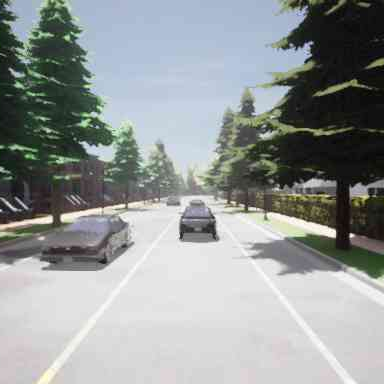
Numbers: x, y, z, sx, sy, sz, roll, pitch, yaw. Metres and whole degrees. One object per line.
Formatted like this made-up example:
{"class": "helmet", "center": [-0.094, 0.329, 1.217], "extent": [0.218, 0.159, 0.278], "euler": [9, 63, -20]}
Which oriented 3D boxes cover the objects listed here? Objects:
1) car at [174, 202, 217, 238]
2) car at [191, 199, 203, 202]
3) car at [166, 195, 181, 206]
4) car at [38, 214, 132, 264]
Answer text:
{"class": "car", "center": [0.300, 1.492, 17.613], "extent": [2.128, 1.511, 4.902], "euler": [0, 0, 1]}
{"class": "car", "center": [0.536, 1.531, 37.221], "extent": [1.812, 1.442, 4.674], "euler": [0, 0, 1]}
{"class": "car", "center": [-2.935, 1.346, 53.107], "extent": [2.097, 1.767, 4.553], "euler": [0, 0, 1]}
{"class": "car", "center": [-3.472, 1.536, 12.037], "extent": [2.033, 1.411, 5.357], "euler": [0, 0, 1]}
